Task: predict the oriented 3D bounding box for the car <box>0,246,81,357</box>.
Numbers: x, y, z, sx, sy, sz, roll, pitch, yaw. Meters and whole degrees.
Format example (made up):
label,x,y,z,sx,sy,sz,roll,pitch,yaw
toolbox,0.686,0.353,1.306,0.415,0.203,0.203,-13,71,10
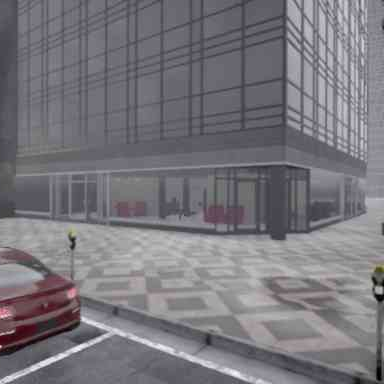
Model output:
label,x,y,z,sx,sy,sz,roll,pitch,yaw
car,-3.564,1.576,5.501,4.206,1.307,1.802,0,0,35
